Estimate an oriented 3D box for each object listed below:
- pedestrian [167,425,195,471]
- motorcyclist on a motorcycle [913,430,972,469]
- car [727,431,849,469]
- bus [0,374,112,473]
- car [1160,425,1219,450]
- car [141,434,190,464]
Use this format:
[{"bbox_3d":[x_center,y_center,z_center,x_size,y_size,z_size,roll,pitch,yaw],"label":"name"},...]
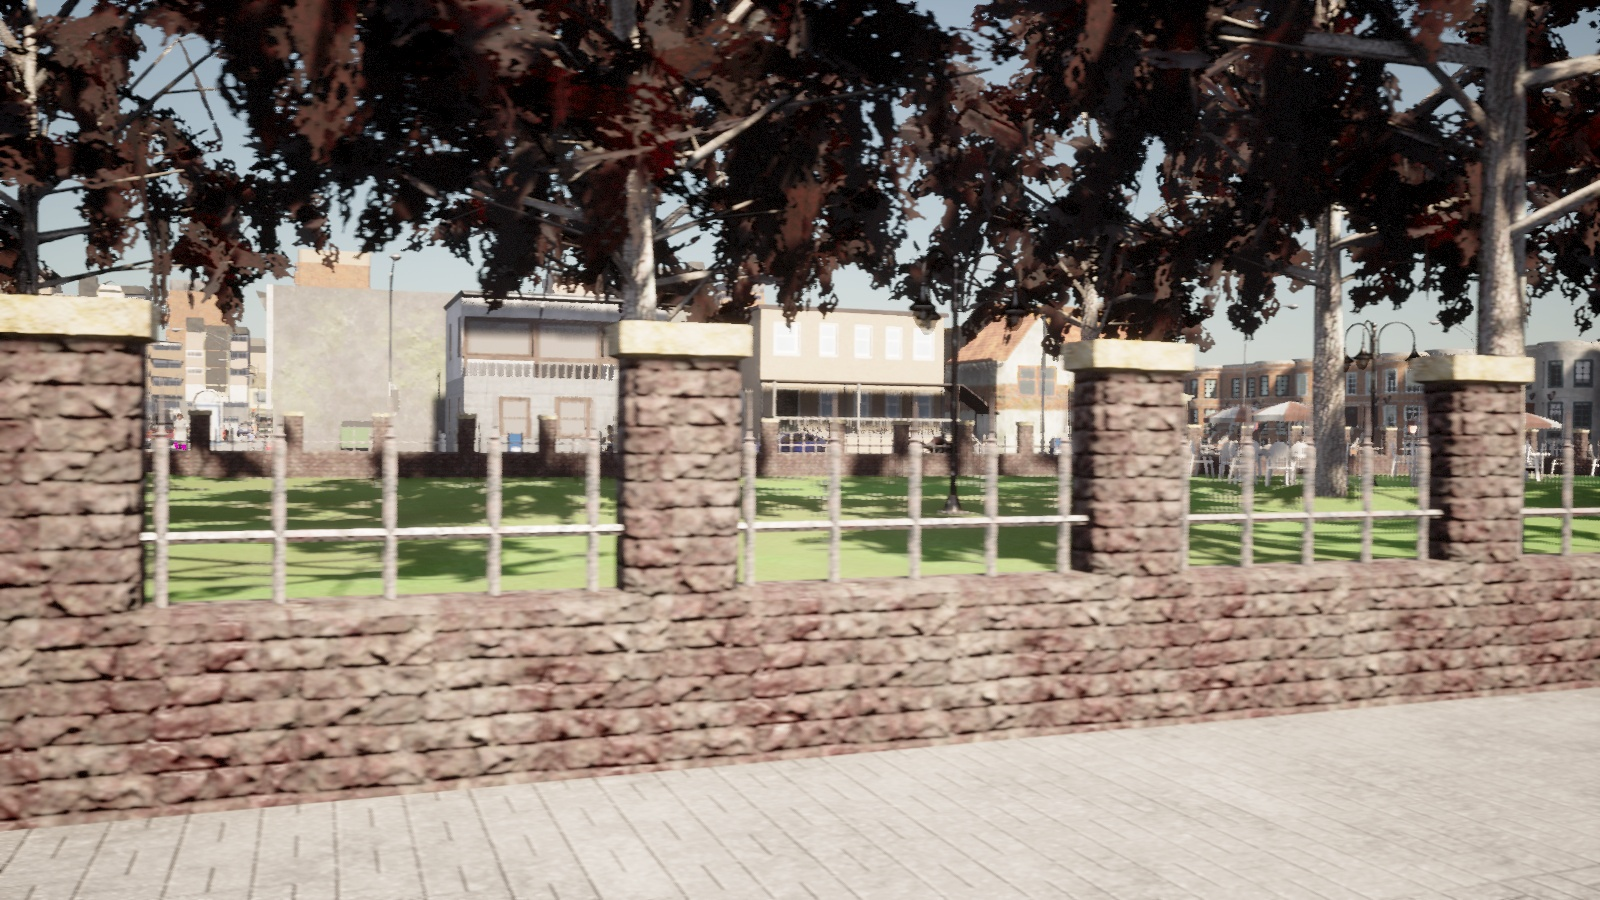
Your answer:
[{"bbox_3d":[-26.715,-0.089,54.180,0.659,1.952,0.873,0,1,8],"label":"pedestrian"},{"bbox_3d":[5.701,-0.044,50.199,2.191,1.530,0.866,-1,1,-21],"label":"motorcyclist on a motorcycle"},{"bbox_3d":[-0.491,-0.018,52.105,4.674,1.442,1.812,-1,1,-21],"label":"car"},{"bbox_3d":[-35.684,-1.158,58.985,3.944,4.253,10.273,-1,1,-18],"label":"bus"},{"bbox_3d":[25.555,-0.837,82.478,1.789,1.549,3.705,-1,1,-21],"label":"car"},{"bbox_3d":[-36.891,-0.069,73.156,2.033,1.649,4.856,-1,1,-21],"label":"car"}]
